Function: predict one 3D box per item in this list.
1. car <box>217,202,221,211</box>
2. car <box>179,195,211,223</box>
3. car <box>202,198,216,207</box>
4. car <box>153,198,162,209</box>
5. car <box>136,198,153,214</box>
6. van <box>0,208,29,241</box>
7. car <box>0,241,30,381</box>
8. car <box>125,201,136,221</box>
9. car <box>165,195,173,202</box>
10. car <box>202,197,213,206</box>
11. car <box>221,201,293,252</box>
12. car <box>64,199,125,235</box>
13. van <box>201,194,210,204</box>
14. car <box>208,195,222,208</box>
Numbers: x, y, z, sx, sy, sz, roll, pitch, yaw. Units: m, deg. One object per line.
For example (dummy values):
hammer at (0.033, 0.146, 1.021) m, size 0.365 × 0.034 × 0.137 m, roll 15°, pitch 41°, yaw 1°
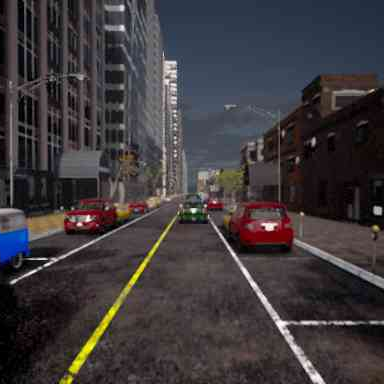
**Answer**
car at (2.684, 1.548, 19.556) m, size 1.752 × 1.417 × 4.829 m, roll -1°, pitch 0°, yaw 0°
car at (0.107, 1.382, 25.714) m, size 2.097 × 1.767 × 4.553 m, roll 0°, pitch 0°, yaw 0°
car at (2.694, 1.626, 52.593) m, size 1.947 × 1.339 × 4.313 m, roll -1°, pitch 0°, yaw 0°
car at (-5.689, 1.580, 46.903) m, size 1.752 × 1.417 × 4.829 m, roll -1°, pitch 0°, yaw 0°
car at (-5.691, 1.587, 36.003) m, size 1.887 × 1.381 × 4.507 m, roll -1°, pitch 0°, yaw 0°
van at (-5.703, 1.352, 8.330) m, size 1.690 × 1.788 × 3.998 m, roll -1°, pitch 0°, yaw 0°
car at (-3.095, 1.493, 2.238) m, size 2.128 × 1.511 × 4.902 m, roll 0°, pitch 0°, yaw 0°
car at (-5.695, 1.555, 24.764) m, size 1.752 × 1.417 × 4.829 m, roll -1°, pitch 0°, yaw 0°
car at (-5.680, 1.533, 80.283) m, size 1.967 × 1.590 × 4.097 m, roll -1°, pitch 0°, yaw 0°
car at (2.696, 1.649, 58.128) m, size 1.802 × 1.307 × 4.206 m, roll -1°, pitch 0°, yaw 0°
car at (2.679, 1.331, 13.852) m, size 2.192 × 1.841 × 5.009 m, roll -1°, pitch 0°, yaw 0°
car at (-5.699, 1.338, 19.399) m, size 2.192 × 1.841 × 5.009 m, roll -1°, pitch 0°, yaw 0°
van at (2.696, 1.421, 69.197) m, size 1.690 × 1.788 × 3.998 m, roll -1°, pitch 0°, yaw 0°
car at (2.687, 1.363, 41.525) m, size 2.192 × 1.841 × 5.009 m, roll -1°, pitch 0°, yaw 0°
